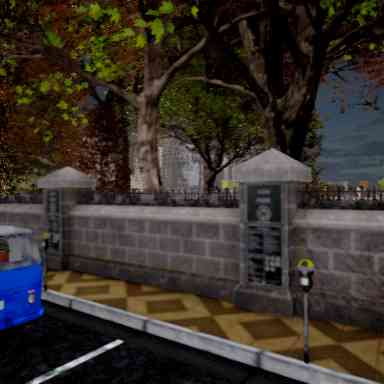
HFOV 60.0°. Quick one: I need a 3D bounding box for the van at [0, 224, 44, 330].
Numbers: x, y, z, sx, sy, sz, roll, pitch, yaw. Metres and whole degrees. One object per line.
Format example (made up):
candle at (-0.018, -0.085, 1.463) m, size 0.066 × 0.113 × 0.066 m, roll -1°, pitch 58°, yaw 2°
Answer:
van at (-4.301, 1.409, 5.779) m, size 3.998 × 1.788 × 1.690 m, roll -1°, pitch 0°, yaw 35°
